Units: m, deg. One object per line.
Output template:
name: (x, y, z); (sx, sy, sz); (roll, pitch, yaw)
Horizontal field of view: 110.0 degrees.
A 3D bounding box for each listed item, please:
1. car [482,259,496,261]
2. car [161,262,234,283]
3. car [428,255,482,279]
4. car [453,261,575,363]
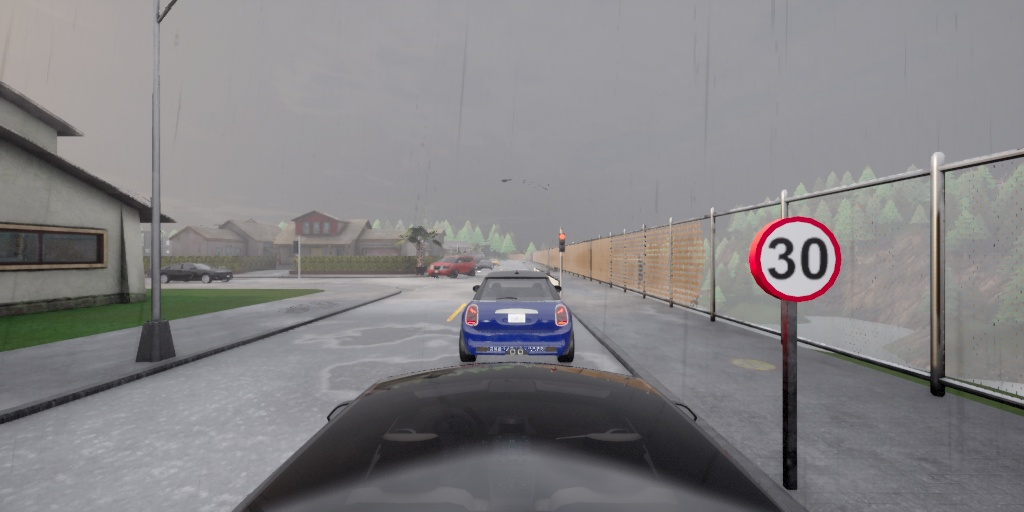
car: (-3.662, 1.254, 50.100); (1.837, 1.490, 4.892); (0, 0, 1)
car: (-23.612, 1.228, 26.708); (5.008, 1.535, 1.882); (0, 0, 1)
car: (-5.247, 0.973, 32.640); (2.150, 2.045, 5.566); (2, 0, 23)
car: (0.117, 1.102, 8.357); (2.097, 1.767, 4.553); (0, 0, 1)
